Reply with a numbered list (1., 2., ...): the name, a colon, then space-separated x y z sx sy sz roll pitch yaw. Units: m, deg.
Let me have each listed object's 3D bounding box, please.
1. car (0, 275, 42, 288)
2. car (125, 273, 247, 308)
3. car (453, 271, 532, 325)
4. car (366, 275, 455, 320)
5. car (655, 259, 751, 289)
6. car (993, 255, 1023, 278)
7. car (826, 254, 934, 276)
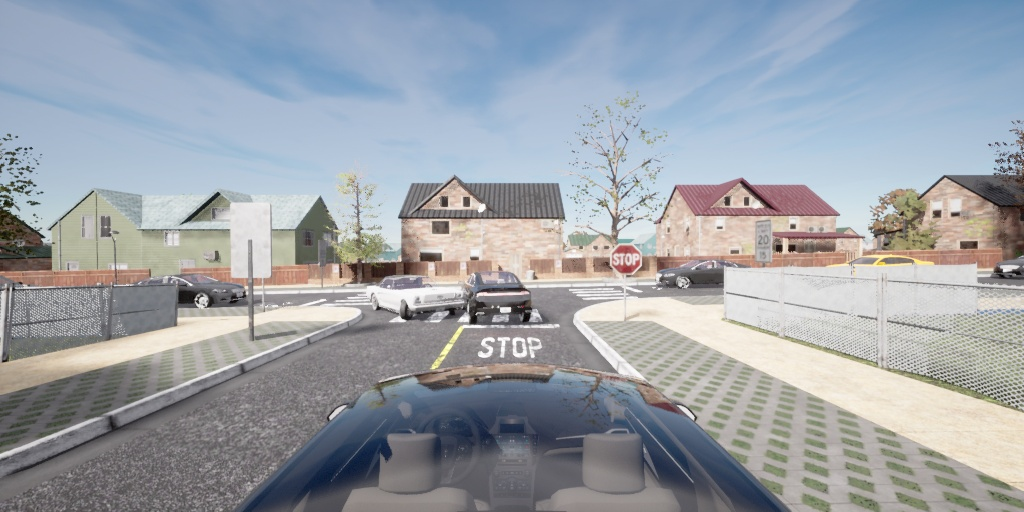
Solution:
1. car: -24.236 1.648 16.340 4.553 1.767 2.097 -1 1 0
2. car: -14.899 1.566 16.378 4.902 1.511 2.128 -1 1 0
3. car: -0.683 1.242 12.020 2.128 1.511 4.902 0 0 -12
4. car: -3.600 1.368 12.880 1.895 1.301 4.718 0 0 -38
5. car: 10.335 0.926 19.426 4.902 1.511 2.128 -1 1 0
6. car: 29.390 0.478 19.494 4.902 1.511 2.128 -1 1 0
7. car: 19.765 0.690 19.460 5.008 1.535 1.882 -1 1 -1
